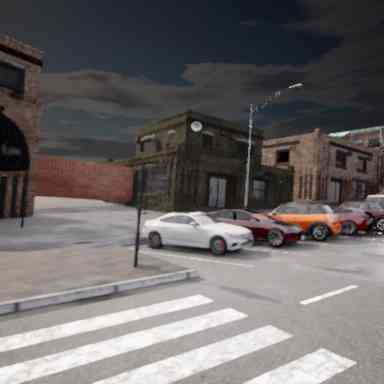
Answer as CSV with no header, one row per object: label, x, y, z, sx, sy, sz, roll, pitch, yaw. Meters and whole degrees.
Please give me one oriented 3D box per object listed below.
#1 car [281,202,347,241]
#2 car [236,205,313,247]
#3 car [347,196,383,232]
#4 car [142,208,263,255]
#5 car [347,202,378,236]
car,4.897,1.323,16.533,4.553,1.767,2.185,-1,0,34
car,2.513,1.483,14.806,4.792,1.488,2.163,-1,-1,34
car,9.676,1.314,19.994,4.553,1.767,2.185,-1,0,34
car,0.100,1.498,13.087,4.674,1.452,2.002,-1,-1,34
car,7.239,1.474,18.298,4.792,1.488,2.163,-1,0,34
